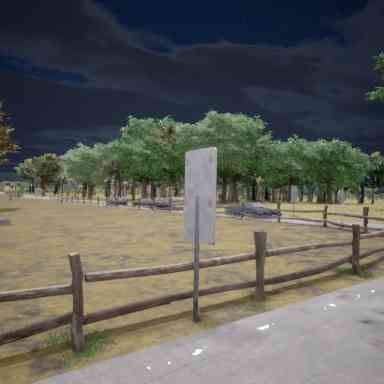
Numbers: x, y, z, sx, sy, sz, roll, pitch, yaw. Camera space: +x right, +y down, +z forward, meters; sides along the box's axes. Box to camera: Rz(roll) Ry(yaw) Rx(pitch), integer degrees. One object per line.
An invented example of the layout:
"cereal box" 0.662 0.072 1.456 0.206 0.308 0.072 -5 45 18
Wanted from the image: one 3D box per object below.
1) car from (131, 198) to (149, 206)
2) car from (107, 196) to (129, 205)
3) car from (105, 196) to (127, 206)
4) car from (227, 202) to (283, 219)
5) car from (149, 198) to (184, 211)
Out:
"car" -7.719 1.629 52.583 2.033 1.411 5.357 2 -1 -35
"car" -13.568 1.553 60.701 2.128 1.511 4.902 2 -1 -35
"car" -12.424 1.617 54.354 2.033 1.411 5.357 2 -1 -35
"car" 5.374 1.567 29.230 2.033 1.411 5.357 2 -1 -36
"car" -2.847 1.506 40.770 2.128 1.511 4.902 2 -1 -35
